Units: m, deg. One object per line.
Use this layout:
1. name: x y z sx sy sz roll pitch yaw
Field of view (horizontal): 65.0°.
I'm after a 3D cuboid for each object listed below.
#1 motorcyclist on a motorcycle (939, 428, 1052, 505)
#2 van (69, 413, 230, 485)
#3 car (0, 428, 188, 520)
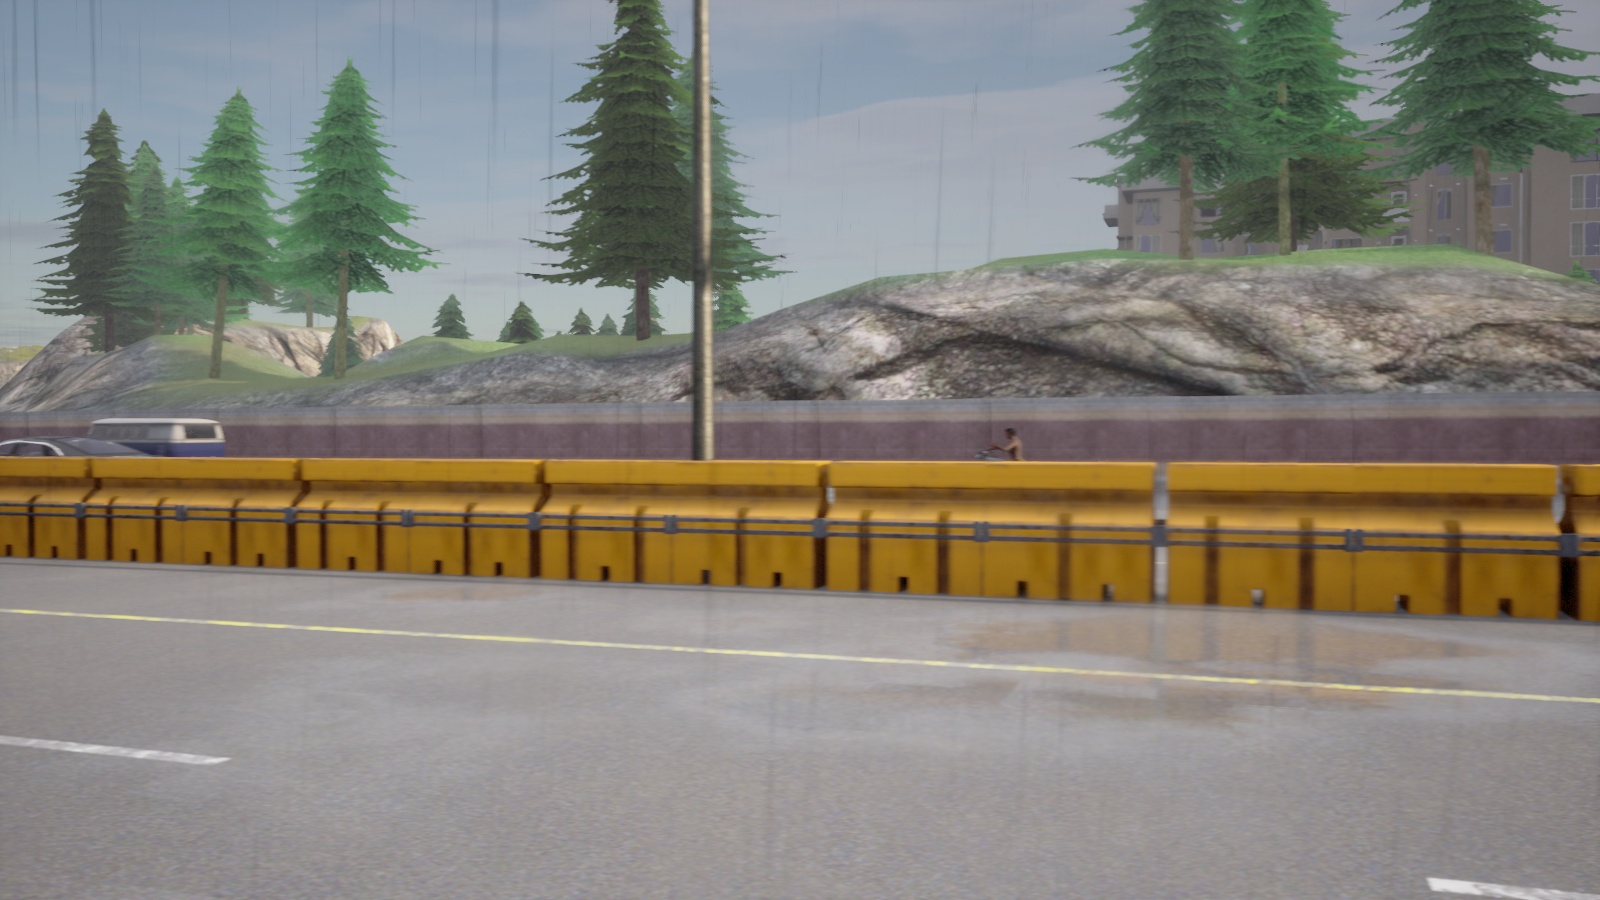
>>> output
1. motorcyclist on a motorcycle: 4.294 0.351 27.597 2.350 1.649 0.766 0 1 19
2. van: -18.854 -0.074 36.363 4.442 1.987 1.775 1 1 25
3. car: -13.839 0.365 22.785 4.902 1.511 2.128 1 1 21
